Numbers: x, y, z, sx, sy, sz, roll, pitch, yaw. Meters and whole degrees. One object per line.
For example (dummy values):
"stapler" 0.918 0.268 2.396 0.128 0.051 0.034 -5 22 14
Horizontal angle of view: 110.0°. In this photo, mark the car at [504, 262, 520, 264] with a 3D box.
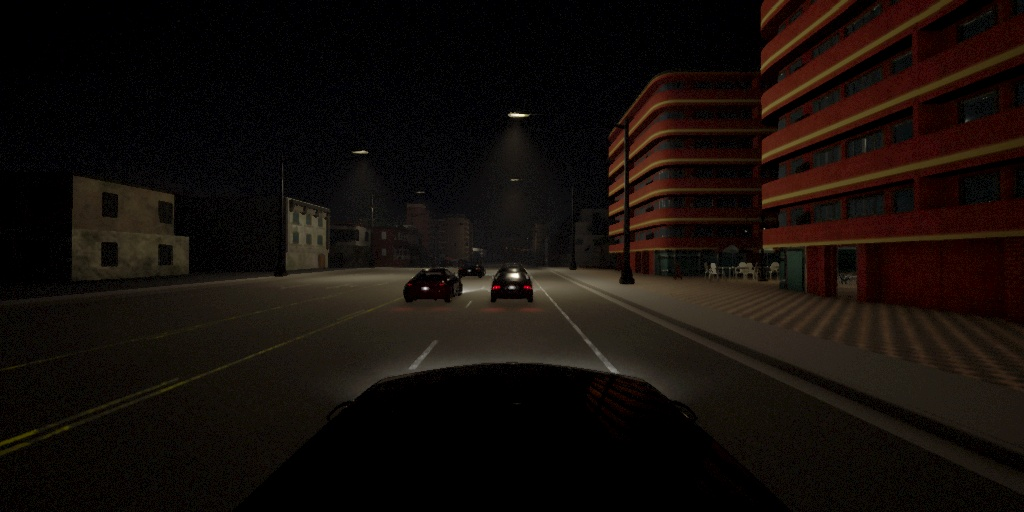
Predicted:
"car" -0.004 1.212 31.529 1.895 1.301 4.718 0 0 0

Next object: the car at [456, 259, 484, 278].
"car" -3.504 1.172 31.498 1.994 1.385 4.181 0 0 0

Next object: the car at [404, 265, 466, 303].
"car" -3.502 1.278 16.496 1.994 1.385 4.181 0 0 0

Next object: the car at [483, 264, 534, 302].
"car" -0.002 1.266 16.497 2.033 1.411 5.357 0 0 0
